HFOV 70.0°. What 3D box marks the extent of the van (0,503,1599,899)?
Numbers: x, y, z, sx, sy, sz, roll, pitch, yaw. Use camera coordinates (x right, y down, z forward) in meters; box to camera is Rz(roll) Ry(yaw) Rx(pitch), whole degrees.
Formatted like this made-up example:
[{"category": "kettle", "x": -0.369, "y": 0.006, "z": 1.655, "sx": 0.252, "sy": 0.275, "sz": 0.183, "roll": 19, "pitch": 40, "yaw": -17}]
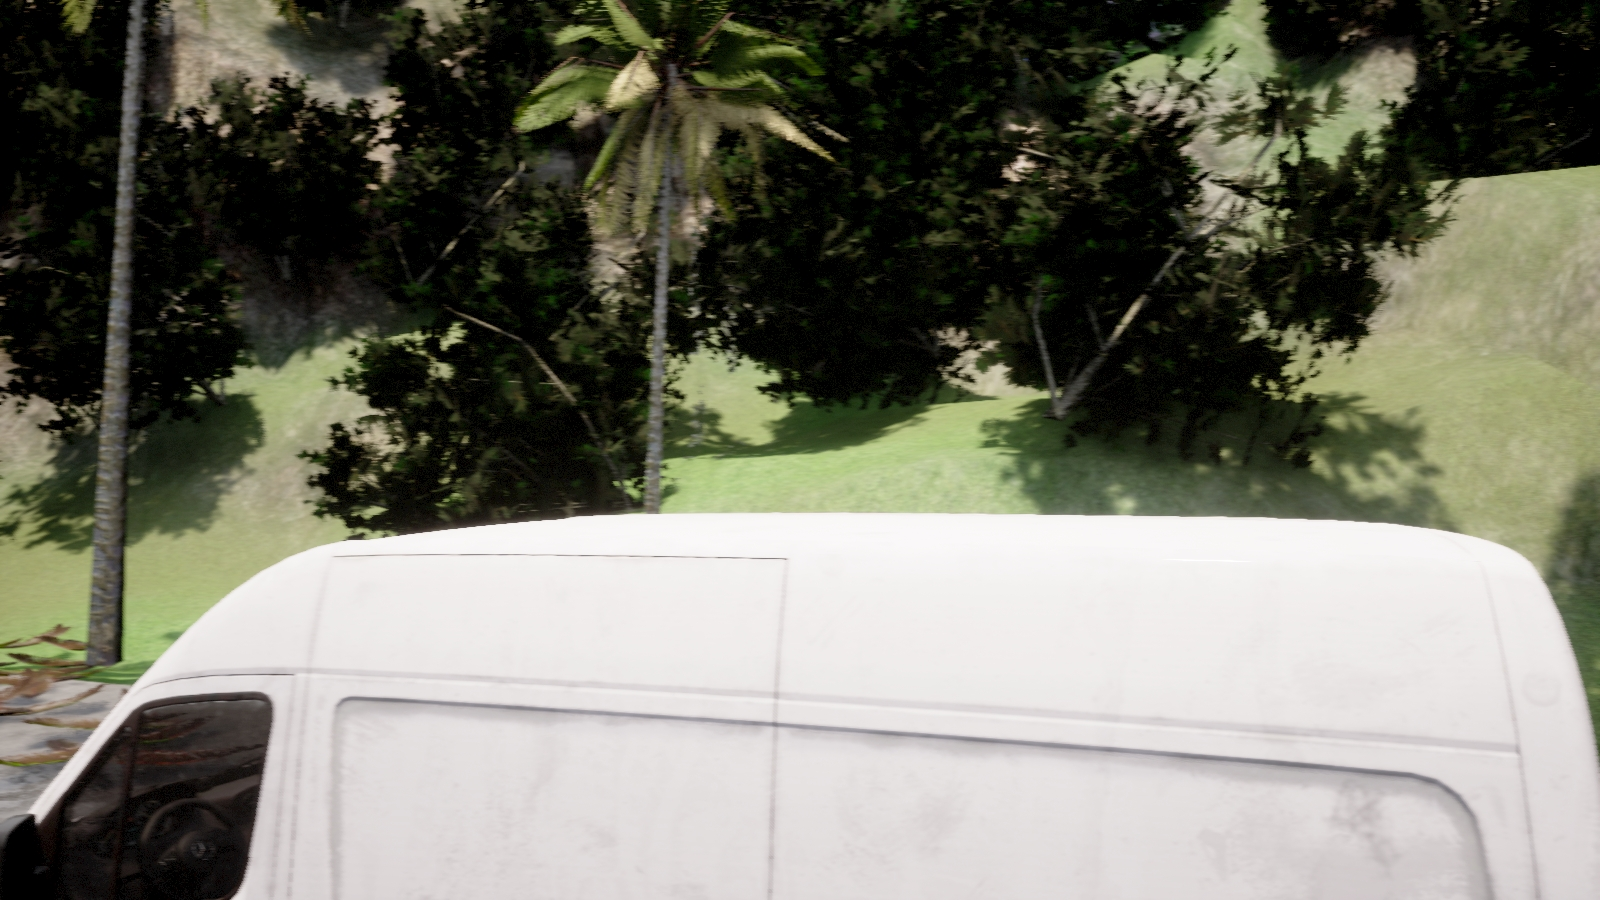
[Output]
[{"category": "van", "x": -0.670, "y": 1.532, "z": 4.063, "sx": 5.915, "sy": 2.561, "sz": 1.988, "roll": -1, "pitch": 0, "yaw": 20}]
